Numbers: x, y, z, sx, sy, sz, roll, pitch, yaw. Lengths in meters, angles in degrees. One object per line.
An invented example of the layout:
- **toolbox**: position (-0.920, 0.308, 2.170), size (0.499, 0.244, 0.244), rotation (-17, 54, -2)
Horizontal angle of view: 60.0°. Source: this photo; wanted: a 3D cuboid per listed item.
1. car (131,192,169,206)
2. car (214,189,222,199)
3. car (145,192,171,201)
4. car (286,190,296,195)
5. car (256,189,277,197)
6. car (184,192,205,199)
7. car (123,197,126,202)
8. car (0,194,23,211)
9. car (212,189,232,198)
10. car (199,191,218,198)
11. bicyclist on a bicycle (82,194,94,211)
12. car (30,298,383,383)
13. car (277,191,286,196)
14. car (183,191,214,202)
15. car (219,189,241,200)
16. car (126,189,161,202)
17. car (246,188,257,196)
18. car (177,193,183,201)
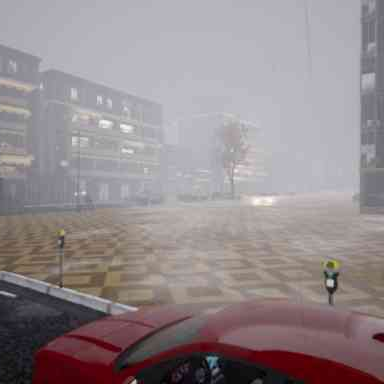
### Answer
- **car**: position (-5.283, 1.050, 43.251), size (2.008, 1.369, 4.403), rotation (2, 2, 35)
- **car**: position (5.475, 0.627, 63.497), size (1.837, 1.490, 4.892), rotation (1, 1, 35)
- **car**: position (-5.820, 0.807, 57.179), size (2.008, 1.369, 4.403), rotation (2, 2, 35)
- **car**: position (26.460, 0.077, 89.006), size (1.967, 1.590, 4.097), rotation (2, 2, 35)
- **car**: position (16.937, 0.444, 75.283), size (2.008, 1.369, 4.403), rotation (2, 2, 35)
- **car**: position (0.529, 0.649, 66.332), size (1.947, 1.339, 4.313), rotation (2, 2, 35)
- **car**: position (-8.994, 0.909, 52.604), size (1.947, 1.339, 4.313), rotation (2, 2, 35)
- **car**: position (-19.423, 1.063, 33.041), size (2.097, 1.767, 4.553), rotation (1, 1, 35)
- **car**: position (6.880, 0.226, 75.477), size (2.192, 1.841, 5.009), rotation (2, 2, 35)
- **car**: position (3.606, 0.525, 70.766), size (1.752, 1.417, 4.829), rotation (2, 2, 35)
- **bicyclist on a bicycle**: position (-9.859, 1.017, 31.498), size (1.656, 1.620, 0.582), rotation (0, 1, 35)
- **car**: position (0.572, 1.544, 2.457), size (4.507, 1.381, 1.887), rotation (0, 0, 36)
- **car**: position (20.110, 0.359, 79.857), size (2.008, 1.369, 4.403), rotation (2, 2, 35)
- **car**: position (1.066, 0.876, 52.403), size (2.008, 1.369, 4.403), rotation (2, 2, 35)
- **car**: position (7.511, 0.674, 61.694), size (1.752, 1.417, 4.829), rotation (2, 2, 35)
- **car**: position (-6.905, 0.586, 51.060), size (2.150, 2.045, 5.566), rotation (1, 1, 35)
- **car**: position (16.402, -0.031, 89.203), size (2.192, 1.841, 5.009), rotation (2, 2, 35)
- **car**: position (-0.402, 0.761, 54.938), size (1.882, 1.535, 5.008), rotation (1, 1, 35)
